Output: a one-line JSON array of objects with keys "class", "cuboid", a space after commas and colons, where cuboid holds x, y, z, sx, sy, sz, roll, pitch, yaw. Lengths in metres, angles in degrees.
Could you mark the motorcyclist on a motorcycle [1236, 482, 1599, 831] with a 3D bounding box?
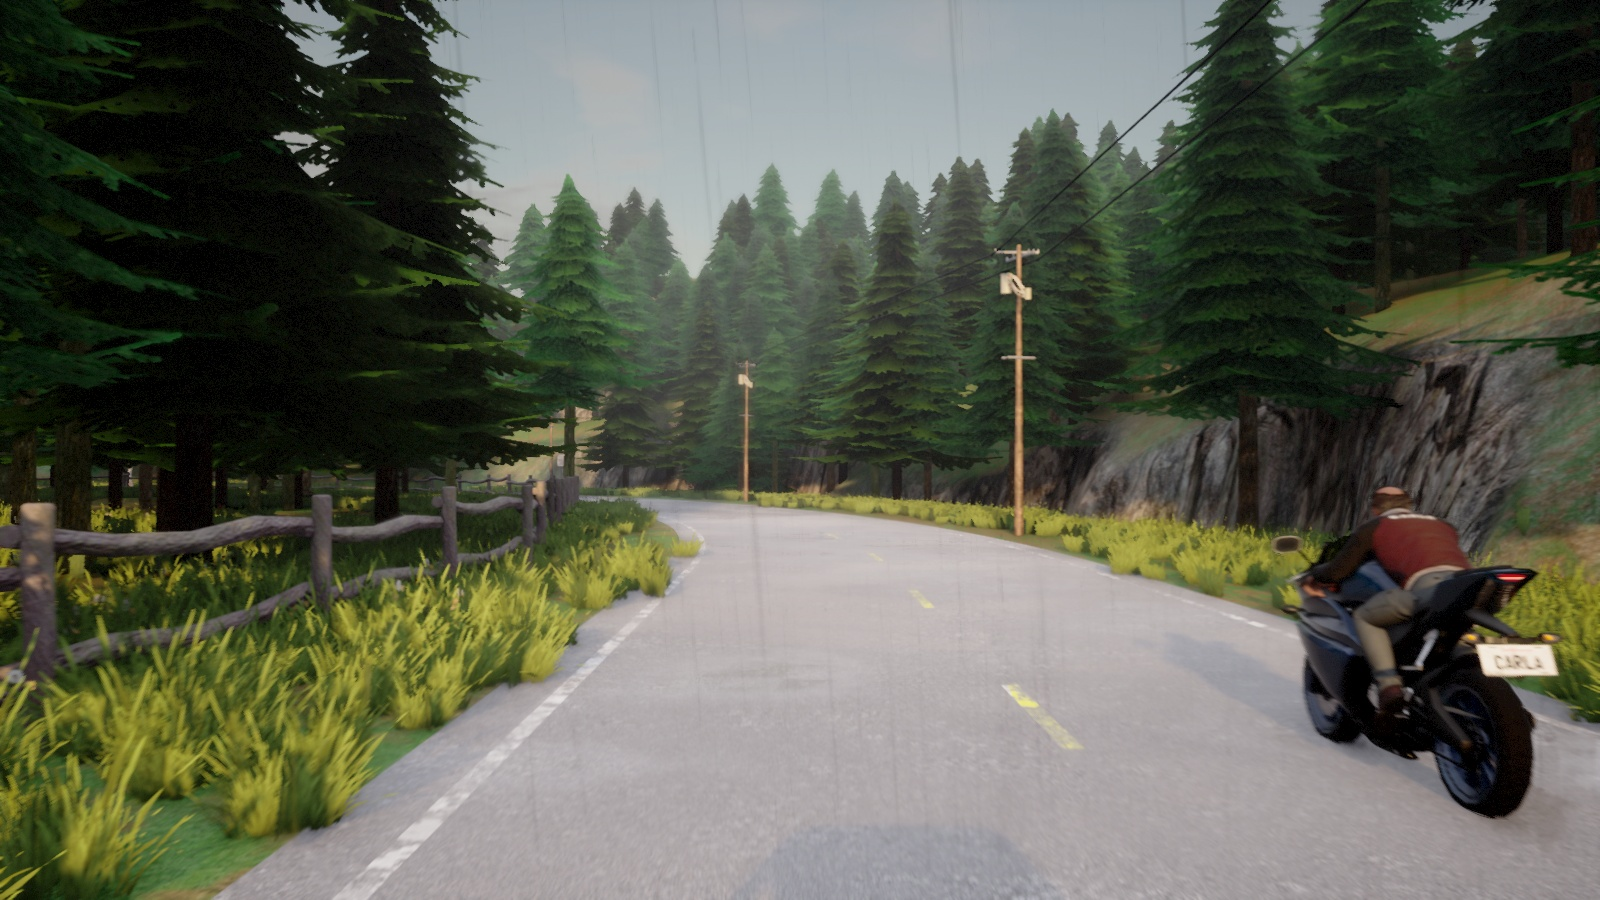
[{"class": "motorcyclist on a motorcycle", "cuboid": [3.162, 0.949, 6.712, 0.866, 1.530, 2.191, 0, -1, 0]}]
